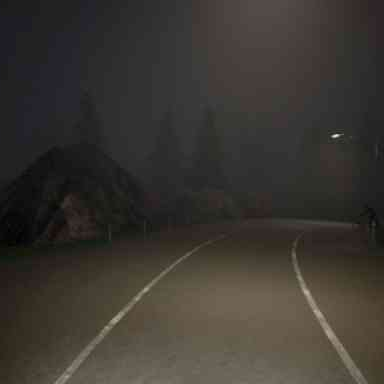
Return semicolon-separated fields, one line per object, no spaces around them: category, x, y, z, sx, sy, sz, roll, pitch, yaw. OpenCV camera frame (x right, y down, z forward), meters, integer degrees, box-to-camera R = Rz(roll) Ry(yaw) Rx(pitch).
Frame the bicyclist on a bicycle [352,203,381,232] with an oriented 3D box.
bicyclist on a bicycle;10.895;1.583;20.663;1.656;1.620;0.582;8;8;31

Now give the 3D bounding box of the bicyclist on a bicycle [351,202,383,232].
bicyclist on a bicycle;11.052;1.562;20.940;1.656;1.620;0.582;10;2;31
